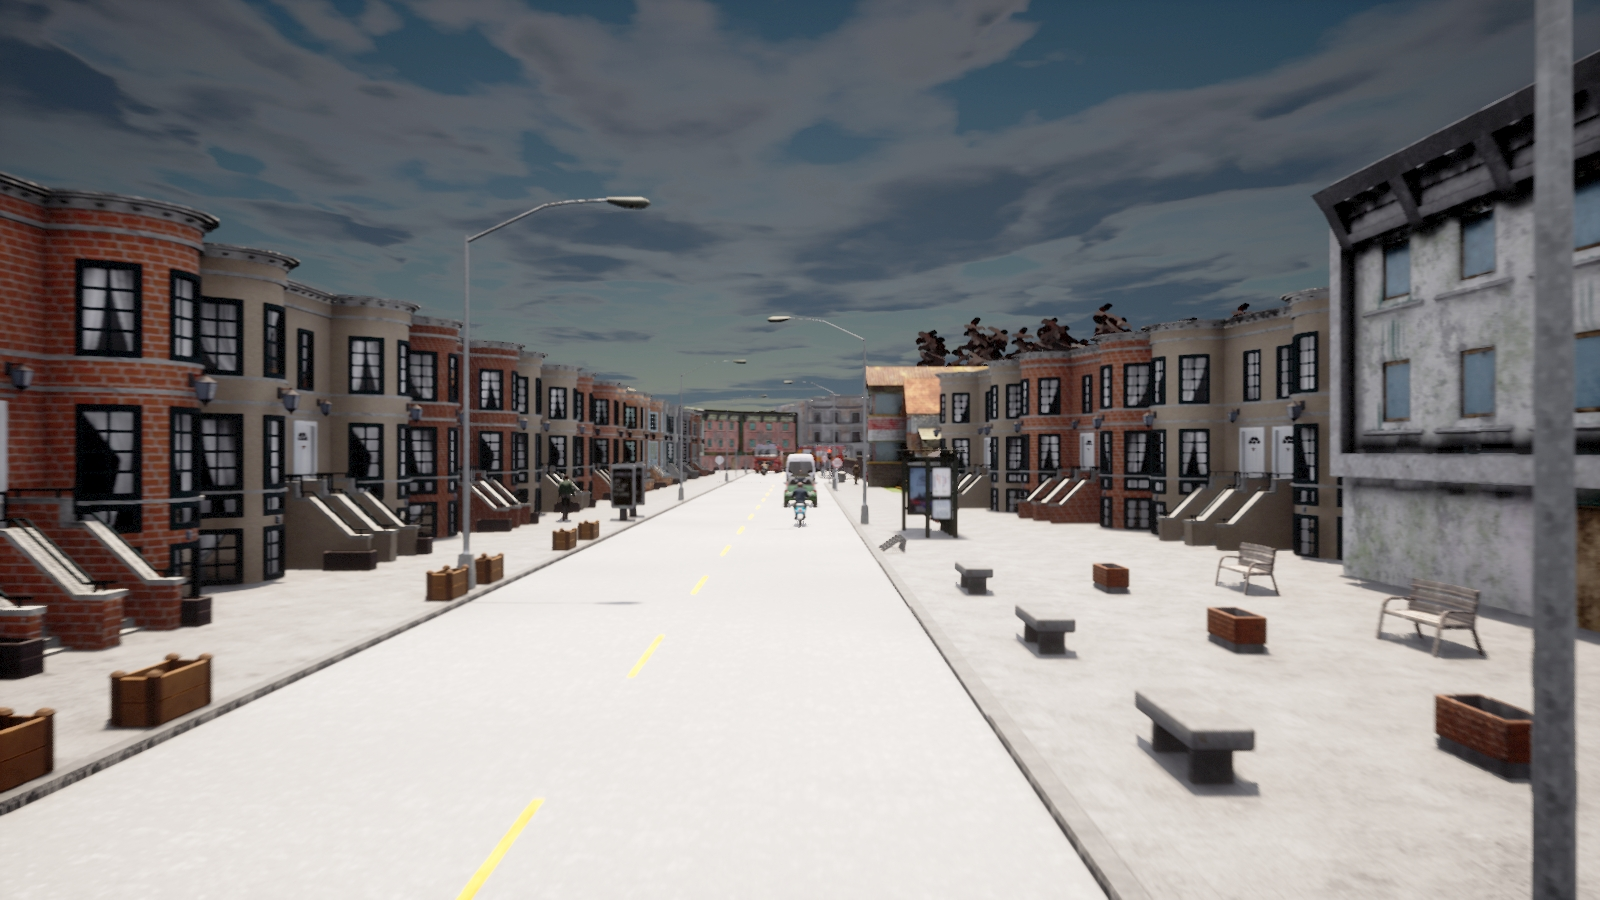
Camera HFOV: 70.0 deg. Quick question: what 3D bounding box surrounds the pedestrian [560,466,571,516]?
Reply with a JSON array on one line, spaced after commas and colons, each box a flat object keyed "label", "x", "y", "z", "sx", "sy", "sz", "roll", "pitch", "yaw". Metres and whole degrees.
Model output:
[{"label": "pedestrian", "x": -8.913, "y": 1.555, "z": 43.515, "sx": 0.375, "sy": 1.860, "sz": 0.375, "roll": 0, "pitch": 0, "yaw": -6}]

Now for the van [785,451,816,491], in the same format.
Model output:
[{"label": "van", "x": 0.030, "y": 1.367, "z": 76.233, "sx": 1.988, "sy": 2.561, "sz": 5.915, "roll": 0, "pitch": 0, "yaw": 0}]

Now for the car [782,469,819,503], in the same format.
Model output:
[{"label": "car", "x": 0.021, "y": 1.820, "z": 58.527, "sx": 1.851, "sy": 1.617, "sz": 3.988, "roll": 0, "pitch": 0, "yaw": 0}]
